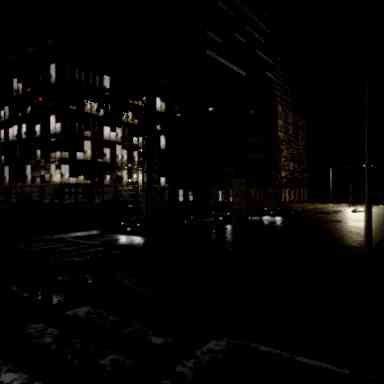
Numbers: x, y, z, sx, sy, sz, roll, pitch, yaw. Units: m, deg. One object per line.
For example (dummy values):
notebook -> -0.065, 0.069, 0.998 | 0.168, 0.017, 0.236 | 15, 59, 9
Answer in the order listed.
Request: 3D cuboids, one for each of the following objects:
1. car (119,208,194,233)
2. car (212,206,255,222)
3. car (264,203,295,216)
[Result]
car -> -2.077, 1.762, 21.344 | 2.033, 1.411, 5.357 | 0, 0, 37
car -> 3.674, 1.858, 29.081 | 1.895, 1.301, 4.718 | 0, 0, 37
car -> 9.847, 1.902, 37.344 | 1.895, 1.301, 4.718 | 0, 0, 37
